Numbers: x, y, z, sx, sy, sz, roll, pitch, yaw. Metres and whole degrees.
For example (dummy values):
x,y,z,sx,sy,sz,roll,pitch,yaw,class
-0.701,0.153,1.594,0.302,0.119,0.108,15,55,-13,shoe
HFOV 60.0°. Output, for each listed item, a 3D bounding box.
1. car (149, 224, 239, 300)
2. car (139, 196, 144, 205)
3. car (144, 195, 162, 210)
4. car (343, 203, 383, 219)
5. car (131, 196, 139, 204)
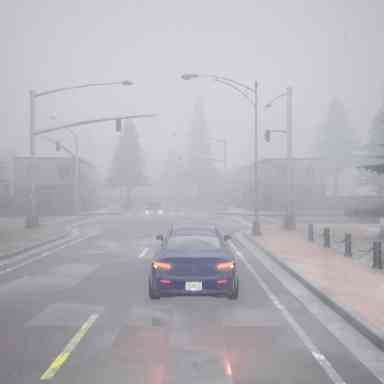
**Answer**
x,y,z,sx,sy,sz,roll,pitch,yaw,class
0.042,1.526,8.280,1.812,1.442,4.674,0,0,0,car
-6.675,1.317,52.996,2.097,1.767,4.553,0,0,-15,car
-4.927,1.443,43.109,1.882,1.535,5.008,0,0,-6,car
15.450,1.585,28.152,4.718,1.301,1.895,0,0,2,car
-10.893,1.469,64.742,1.837,1.490,4.892,0,0,-25,car
